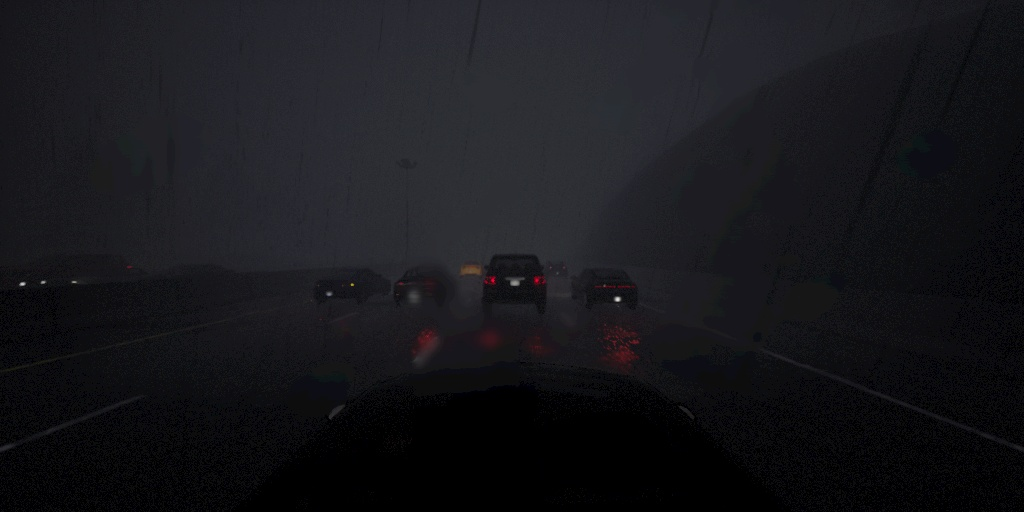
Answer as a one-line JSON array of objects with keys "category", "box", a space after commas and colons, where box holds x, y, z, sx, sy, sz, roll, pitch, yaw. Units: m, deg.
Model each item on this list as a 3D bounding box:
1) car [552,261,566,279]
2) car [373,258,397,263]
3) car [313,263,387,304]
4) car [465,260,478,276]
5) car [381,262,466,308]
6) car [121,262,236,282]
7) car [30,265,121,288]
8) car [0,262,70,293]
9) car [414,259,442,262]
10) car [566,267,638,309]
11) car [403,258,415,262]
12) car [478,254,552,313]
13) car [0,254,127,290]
[{"category": "car", "box": [3.584, 1.136, 30.533, 2.128, 1.511, 4.902, 0, 0, 0]}, {"category": "car", "box": [-20.935, 1.034, 60.452, 2.128, 1.511, 4.902, 0, 0, 2]}, {"category": "car", "box": [-6.921, 1.226, 15.871, 1.812, 1.442, 4.674, 0, 0, 0]}, {"category": "car", "box": [-3.416, 1.118, 32.092, 1.882, 1.535, 5.008, 0, 0, 0]}, {"category": "car", "box": [-3.407, 1.194, 14.896, 2.128, 1.511, 4.902, 0, 0, 0]}, {"category": "car", "box": [-17.609, 1.166, 19.615, 1.882, 1.535, 5.008, 0, 0, 0]}, {"category": "car", "box": [-21.109, 1.292, 18.838, 1.895, 1.301, 4.718, 0, 0, 0]}, {"category": "car", "box": [-28.108, 1.168, 19.520, 1.882, 1.535, 5.008, 0, 0, 0]}, {"category": "car", "box": [-6.917, 1.119, 32.087, 1.882, 1.535, 5.008, 0, 0, 0]}, {"category": "car", "box": [3.593, 1.207, 14.608, 1.837, 1.490, 4.892, 0, 0, 0]}, {"category": "car", "box": [-17.412, 1.061, 61.307, 1.812, 1.442, 4.674, 0, 0, 2]}, {"category": "car", "box": [0.094, 0.927, 13.888, 2.150, 2.045, 5.566, 0, 0, 0]}, {"category": "car", "box": [-24.608, 0.911, 19.884, 2.150, 2.045, 5.566, 0, 0, 0]}]
